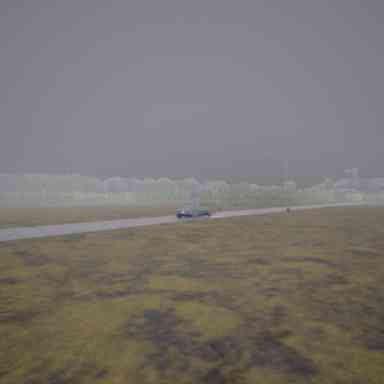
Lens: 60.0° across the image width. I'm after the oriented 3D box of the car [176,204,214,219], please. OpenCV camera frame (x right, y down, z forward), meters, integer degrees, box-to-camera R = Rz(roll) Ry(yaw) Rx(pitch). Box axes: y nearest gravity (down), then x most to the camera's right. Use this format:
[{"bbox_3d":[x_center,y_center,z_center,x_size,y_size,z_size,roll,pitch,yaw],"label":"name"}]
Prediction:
[{"bbox_3d":[0.333,1.805,31.994,1.994,1.385,4.181,-2,-1,36],"label":"car"}]
